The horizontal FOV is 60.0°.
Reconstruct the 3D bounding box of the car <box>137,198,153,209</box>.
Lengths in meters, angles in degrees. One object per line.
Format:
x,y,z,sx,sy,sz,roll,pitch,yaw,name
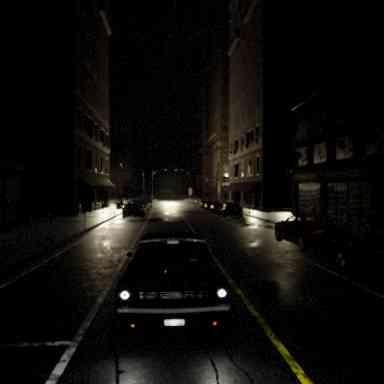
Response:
-6.429,1.536,45.985,1.887,1.381,4.507,-1,0,-5,car

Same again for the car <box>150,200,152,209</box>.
-5.517,1.557,35.012,1.947,1.339,4.313,-1,0,-5,car

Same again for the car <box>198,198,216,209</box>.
2.067,1.534,46.690,1.887,1.381,4.507,-1,0,-5,car

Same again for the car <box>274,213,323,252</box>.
4.802,1.538,13.772,1.887,1.381,4.507,-1,0,-5,car

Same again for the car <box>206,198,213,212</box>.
2.979,1.534,35.717,1.887,1.381,4.507,-1,0,-5,car

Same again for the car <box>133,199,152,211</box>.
-5.973,1.542,40.498,2.008,1.369,4.403,-1,0,-5,car

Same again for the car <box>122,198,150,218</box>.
-5.063,1.431,29.525,1.967,1.590,4.097,-1,0,-5,car

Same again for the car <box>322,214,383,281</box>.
5.256,1.435,8.286,1.967,1.590,4.097,-1,0,-5,car

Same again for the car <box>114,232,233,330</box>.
-0.409,1.597,7.069,1.895,1.301,4.718,0,0,-4,car

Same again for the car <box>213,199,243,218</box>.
3.435,1.555,30.231,1.947,1.339,4.313,-1,0,-5,car

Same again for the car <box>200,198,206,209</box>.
2.523,1.534,41.204,1.887,1.381,4.507,-1,0,-5,car
